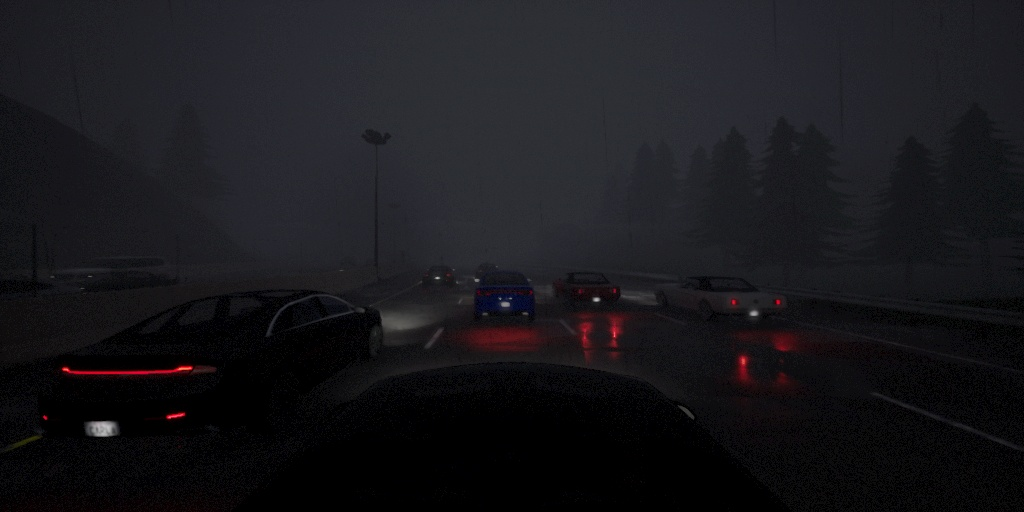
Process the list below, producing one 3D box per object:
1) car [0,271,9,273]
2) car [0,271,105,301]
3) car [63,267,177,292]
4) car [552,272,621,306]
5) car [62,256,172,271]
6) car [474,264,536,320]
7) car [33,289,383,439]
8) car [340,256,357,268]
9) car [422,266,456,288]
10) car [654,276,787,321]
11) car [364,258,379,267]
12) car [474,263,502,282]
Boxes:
[{"bbox_3d":[-25.291,1.294,16.009,2.128,1.511,4.902,0,0,-5],"label":"car"},{"bbox_3d":[-14.351,1.306,9.501,1.812,1.442,4.674,0,0,-3],"label":"car"},{"bbox_3d":[-18.294,1.390,16.550,1.895,1.301,4.718,0,0,-5],"label":"car"},{"bbox_3d":[3.021,1.346,15.651,1.895,1.301,4.718,0,0,-4],"label":"car"},{"bbox_3d":[-22.148,1.018,20.193,2.150,2.045,5.566,0,0,-6],"label":"car"},{"bbox_3d":[-0.309,1.229,12.673,1.882,1.535,5.008,0,0,-3],"label":"car"},{"bbox_3d":[-3.526,1.249,5.466,2.128,1.511,4.902,0,0,-1],"label":"car"},{"bbox_3d":[-26.003,0.817,57.073,2.097,1.767,4.553,0,0,-17],"label":"car"},{"bbox_3d":[-4.802,1.326,24.029,1.994,1.385,4.181,0,0,-6],"label":"car"},{"bbox_3d":[6.727,1.338,12.350,1.895,1.301,4.718,0,0,-3],"label":"car"},{"bbox_3d":[-22.490,1.151,57.507,2.097,1.767,4.553,0,0,-17],"label":"car"},{"bbox_3d":[-2.118,1.321,30.497,1.994,1.385,4.181,0,0,-8],"label":"car"}]
